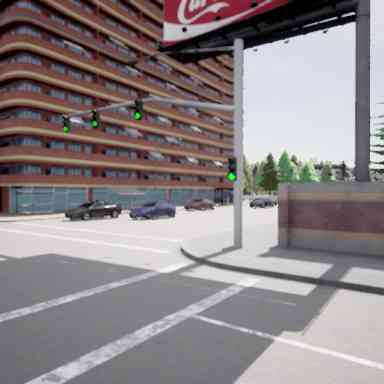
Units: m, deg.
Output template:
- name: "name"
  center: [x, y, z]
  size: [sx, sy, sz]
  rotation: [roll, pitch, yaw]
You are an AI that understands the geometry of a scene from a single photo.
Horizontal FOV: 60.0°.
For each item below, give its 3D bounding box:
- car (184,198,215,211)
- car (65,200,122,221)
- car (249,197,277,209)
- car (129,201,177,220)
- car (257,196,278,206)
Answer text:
- name: "car"
  center: [0.996, 1.484, 39.509]
  size: [1.812, 1.442, 4.674]
  rotation: [0, 0, 35]
- name: "car"
  center: [-7.888, 1.461, 26.951]
  size: [1.837, 1.490, 4.892]
  rotation: [0, 1, 35]
- name: "car"
  center: [9.546, 1.470, 45.544]
  size: [1.837, 1.490, 4.892]
  rotation: [0, 0, 35]
- name: "car"
  center: [-3.125, 1.491, 27.595]
  size: [1.812, 1.442, 4.674]
  rotation: [0, 1, 35]
- name: "car"
  center: [12.814, 1.495, 56.102]
  size: [1.812, 1.442, 4.674]
  rotation: [0, 0, 35]
